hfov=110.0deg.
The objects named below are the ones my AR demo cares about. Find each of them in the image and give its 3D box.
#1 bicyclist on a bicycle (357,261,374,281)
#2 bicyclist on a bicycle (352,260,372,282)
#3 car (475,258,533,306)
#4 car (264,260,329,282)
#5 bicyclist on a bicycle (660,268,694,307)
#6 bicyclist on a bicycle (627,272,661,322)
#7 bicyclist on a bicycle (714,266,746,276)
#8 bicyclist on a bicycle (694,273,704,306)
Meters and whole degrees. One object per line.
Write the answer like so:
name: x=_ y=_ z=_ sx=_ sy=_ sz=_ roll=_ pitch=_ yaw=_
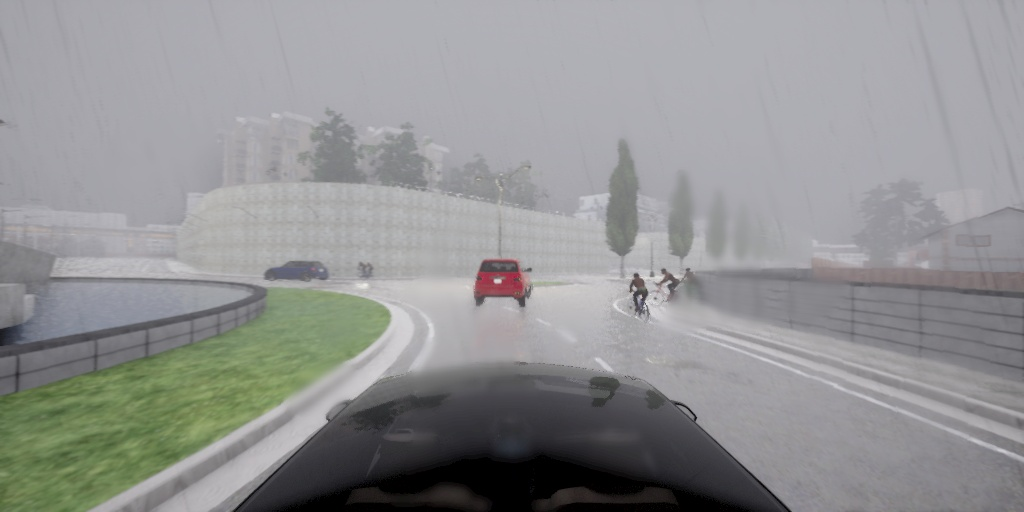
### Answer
bicyclist on a bicycle: x=-12.446 y=1.299 z=31.154 sx=0.582 sy=1.620 sz=1.656 roll=10 pitch=7 yaw=15
bicyclist on a bicycle: x=-13.057 y=1.253 z=31.277 sx=0.582 sy=1.620 sz=1.656 roll=1 pitch=8 yaw=14
car: x=-0.289 y=1.144 z=17.154 sx=2.150 sy=2.045 sz=5.566 roll=0 pitch=-1 yaw=6
car: x=-17.041 y=1.117 z=28.417 sx=4.553 sy=1.767 sz=2.097 roll=1 pitch=-1 yaw=8
bicyclist on a bicycle: x=6.506 y=1.326 z=14.995 sx=1.656 sy=1.620 sz=0.582 roll=0 pitch=-1 yaw=12
bicyclist on a bicycle: x=4.329 y=1.398 z=12.357 sx=0.582 sy=1.620 sz=1.656 roll=1 pitch=0 yaw=-5
bicyclist on a bicycle: x=10.068 y=1.228 z=16.636 sx=0.582 sy=1.656 sz=1.620 roll=19 pitch=-14 yaw=-23
bicyclist on a bicycle: x=7.920 y=1.352 z=15.943 sx=0.582 sy=1.620 sz=1.656 roll=1 pitch=0 yaw=-15
